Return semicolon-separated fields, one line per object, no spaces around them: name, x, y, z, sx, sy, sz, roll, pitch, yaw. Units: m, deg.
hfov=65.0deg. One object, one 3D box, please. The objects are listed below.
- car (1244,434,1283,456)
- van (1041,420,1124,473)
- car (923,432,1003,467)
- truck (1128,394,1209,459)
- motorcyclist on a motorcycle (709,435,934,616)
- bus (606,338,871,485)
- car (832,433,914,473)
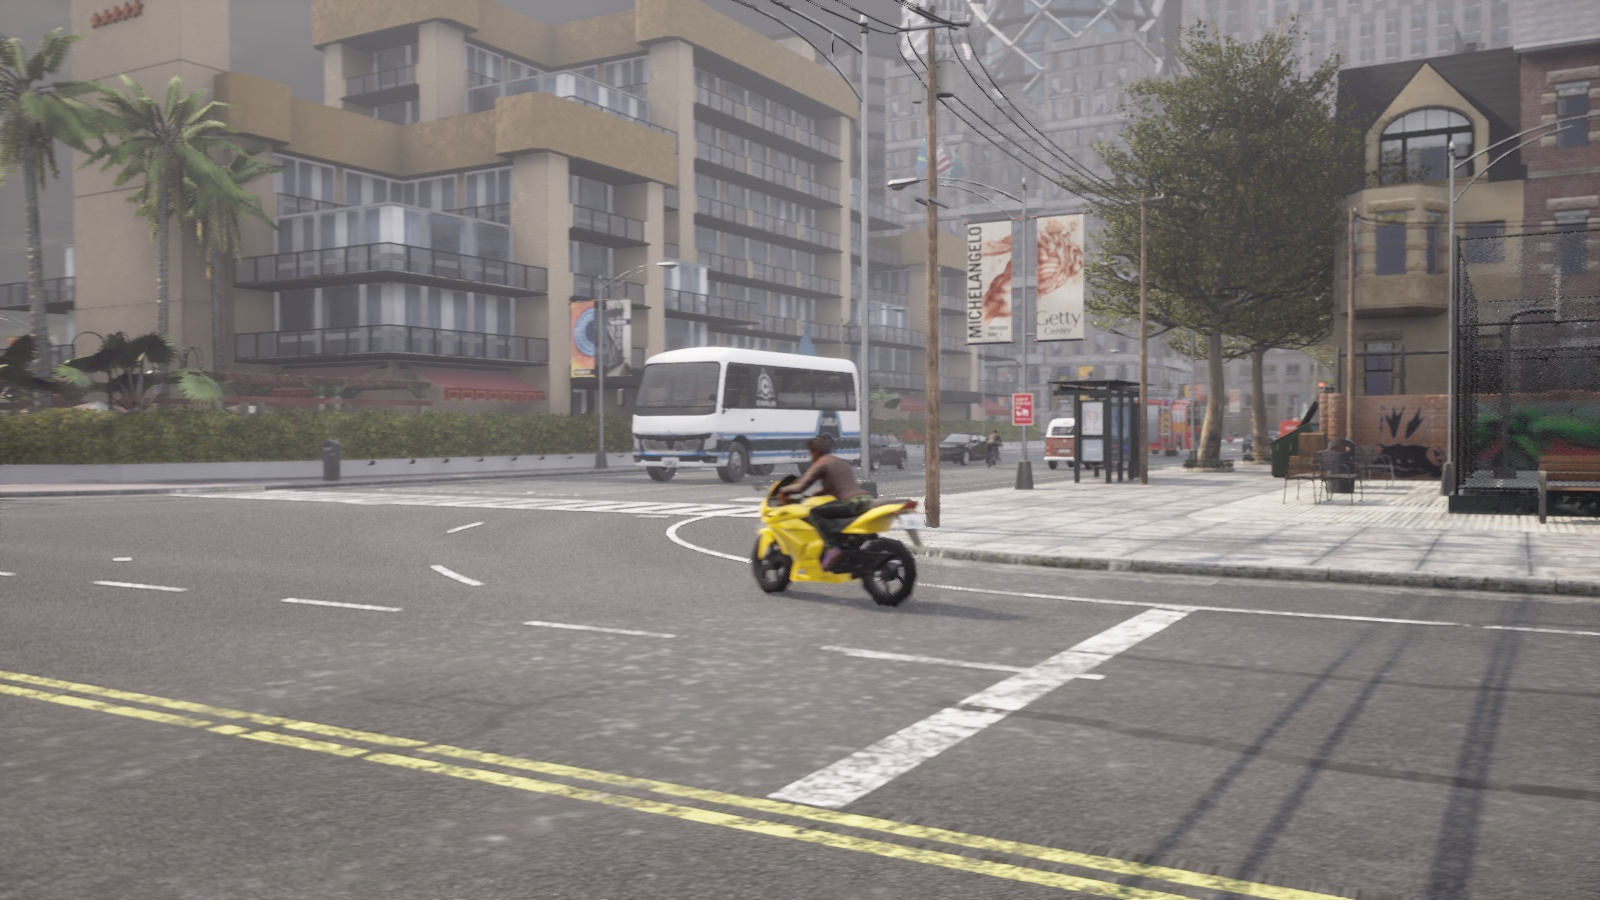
car;31.873;-0.345;86.335;1.816;1.474;4.193;1;1;30
van;11.507;-0.176;50.934;2.069;2.038;4.480;1;1;30
car;7.560;-0.042;57.907;1.882;1.535;5.008;1;1;30
truck;22.870;-1.425;77.612;2.891;3.827;8.468;1;1;30
motorcyclist on a motorcycle;0.162;0.634;11.628;2.044;1.523;0.797;1;0;42
bus;-1.679;-1.187;41.779;3.944;4.253;10.273;1;1;29
car;2.930;0.099;49.811;1.845;1.501;3.633;1;1;30
